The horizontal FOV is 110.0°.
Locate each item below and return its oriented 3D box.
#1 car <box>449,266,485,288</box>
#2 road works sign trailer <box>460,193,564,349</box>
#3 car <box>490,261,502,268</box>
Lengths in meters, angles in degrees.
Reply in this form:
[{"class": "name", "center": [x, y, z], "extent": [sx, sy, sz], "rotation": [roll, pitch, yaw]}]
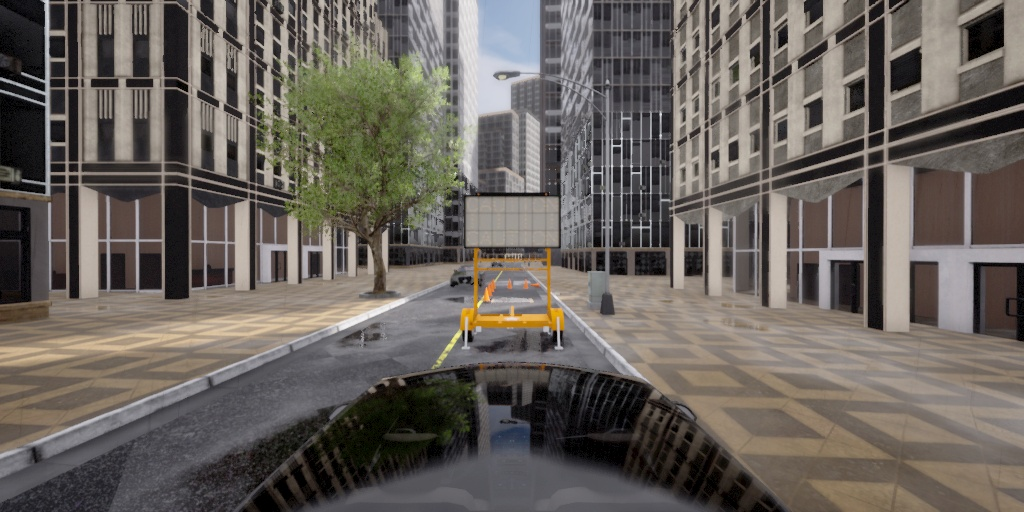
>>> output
[{"class": "car", "center": [-2.824, 1.317, 23.527], "extent": [1.994, 1.385, 4.181], "rotation": [0, 0, 0]}, {"class": "road works sign trailer", "center": [0.010, 0.213, 9.080], "extent": [2.380, 3.560, 2.880], "rotation": [0, 0, 0]}, {"class": "car", "center": [-2.735, 1.344, 64.746], "extent": [1.812, 1.442, 4.674], "rotation": [0, 0, 1]}]
